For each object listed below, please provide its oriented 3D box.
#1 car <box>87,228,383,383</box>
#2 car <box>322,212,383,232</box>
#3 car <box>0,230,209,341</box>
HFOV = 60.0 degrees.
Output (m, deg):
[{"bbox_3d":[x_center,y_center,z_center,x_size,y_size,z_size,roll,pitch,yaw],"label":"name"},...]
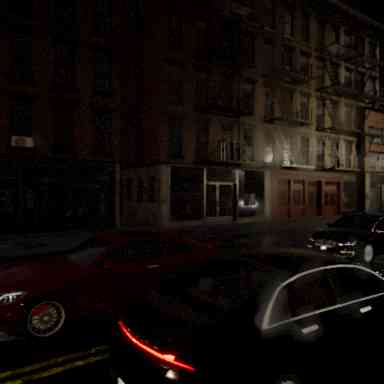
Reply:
[{"bbox_3d":[1.387,1.505,4.361,4.892,1.490,1.837,0,0,-35],"label":"car"},{"bbox_3d":[6.159,1.499,11.809,4.892,1.490,1.837,0,0,-34],"label":"car"},{"bbox_3d":[-1.421,1.524,6.605,4.674,1.442,1.812,0,0,-35],"label":"car"}]
